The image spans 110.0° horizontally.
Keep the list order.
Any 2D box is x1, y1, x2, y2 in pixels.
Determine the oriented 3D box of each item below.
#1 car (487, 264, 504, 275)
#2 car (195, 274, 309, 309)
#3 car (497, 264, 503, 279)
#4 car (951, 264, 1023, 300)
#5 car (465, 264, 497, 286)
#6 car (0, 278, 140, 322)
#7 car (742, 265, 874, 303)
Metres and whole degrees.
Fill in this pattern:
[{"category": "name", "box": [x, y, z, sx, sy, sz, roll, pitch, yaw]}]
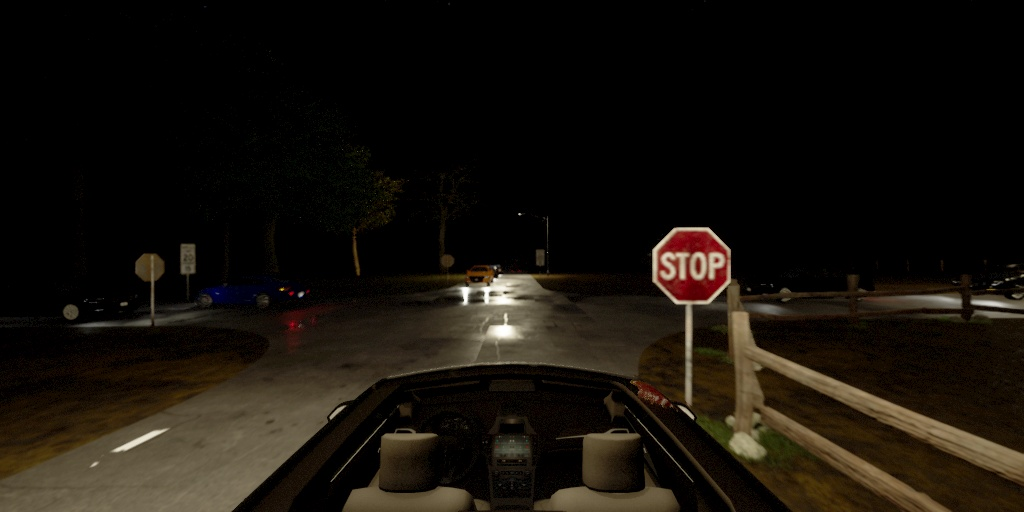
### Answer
[{"category": "car", "box": [-2.255, 1.865, 50.265, 2.033, 1.411, 5.357, 0, -1, 1]}, {"category": "car", "box": [-11.550, 1.542, 16.070, 4.674, 1.442, 1.812, -1, 0, 8]}, {"category": "car", "box": [-2.391, 1.722, 39.607, 2.033, 1.411, 5.357, 0, -1, 1]}, {"category": "car", "box": [22.499, 1.081, 15.778, 4.892, 1.490, 1.837, -1, 0, 1]}, {"category": "car", "box": [-2.550, 1.523, 29.074, 1.882, 1.535, 5.008, 0, -1, 2]}, {"category": "car", "box": [-17.125, 1.569, 13.536, 5.008, 1.535, 1.882, -1, 0, 0]}, {"category": "car", "box": [12.978, 1.179, 15.903, 5.008, 1.535, 1.882, -1, 0, -1]}]
